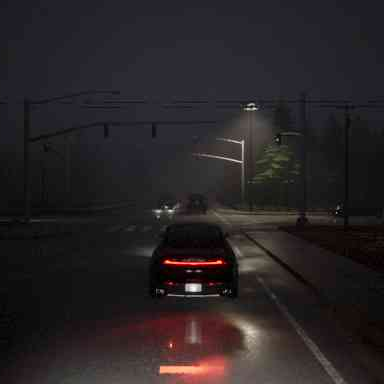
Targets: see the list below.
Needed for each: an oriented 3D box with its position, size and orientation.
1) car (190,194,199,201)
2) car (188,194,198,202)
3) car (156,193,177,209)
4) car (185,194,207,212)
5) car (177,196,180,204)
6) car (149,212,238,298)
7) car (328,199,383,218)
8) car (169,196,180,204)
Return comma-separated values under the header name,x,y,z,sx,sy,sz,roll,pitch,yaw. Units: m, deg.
name,x,y,z,sx,sy,sz,roll,pitch,yaw
car,0.671,1.297,83.258,2.097,1.767,4.553,0,0,2
car,0.286,1.353,73.218,2.097,1.767,4.553,0,0,2
car,-3.591,1.221,45.938,2.150,2.045,5.566,0,0,0
car,0.427,1.221,37.144,2.150,2.045,5.566,0,0,-2
car,-3.557,1.564,55.864,1.994,1.385,4.181,0,0,0
car,0.049,1.501,8.525,1.837,1.490,4.892,0,0,1
car,14.590,1.379,29.660,4.553,1.767,2.097,0,0,1
car,-3.414,1.505,65.934,1.837,1.490,4.892,0,0,1
